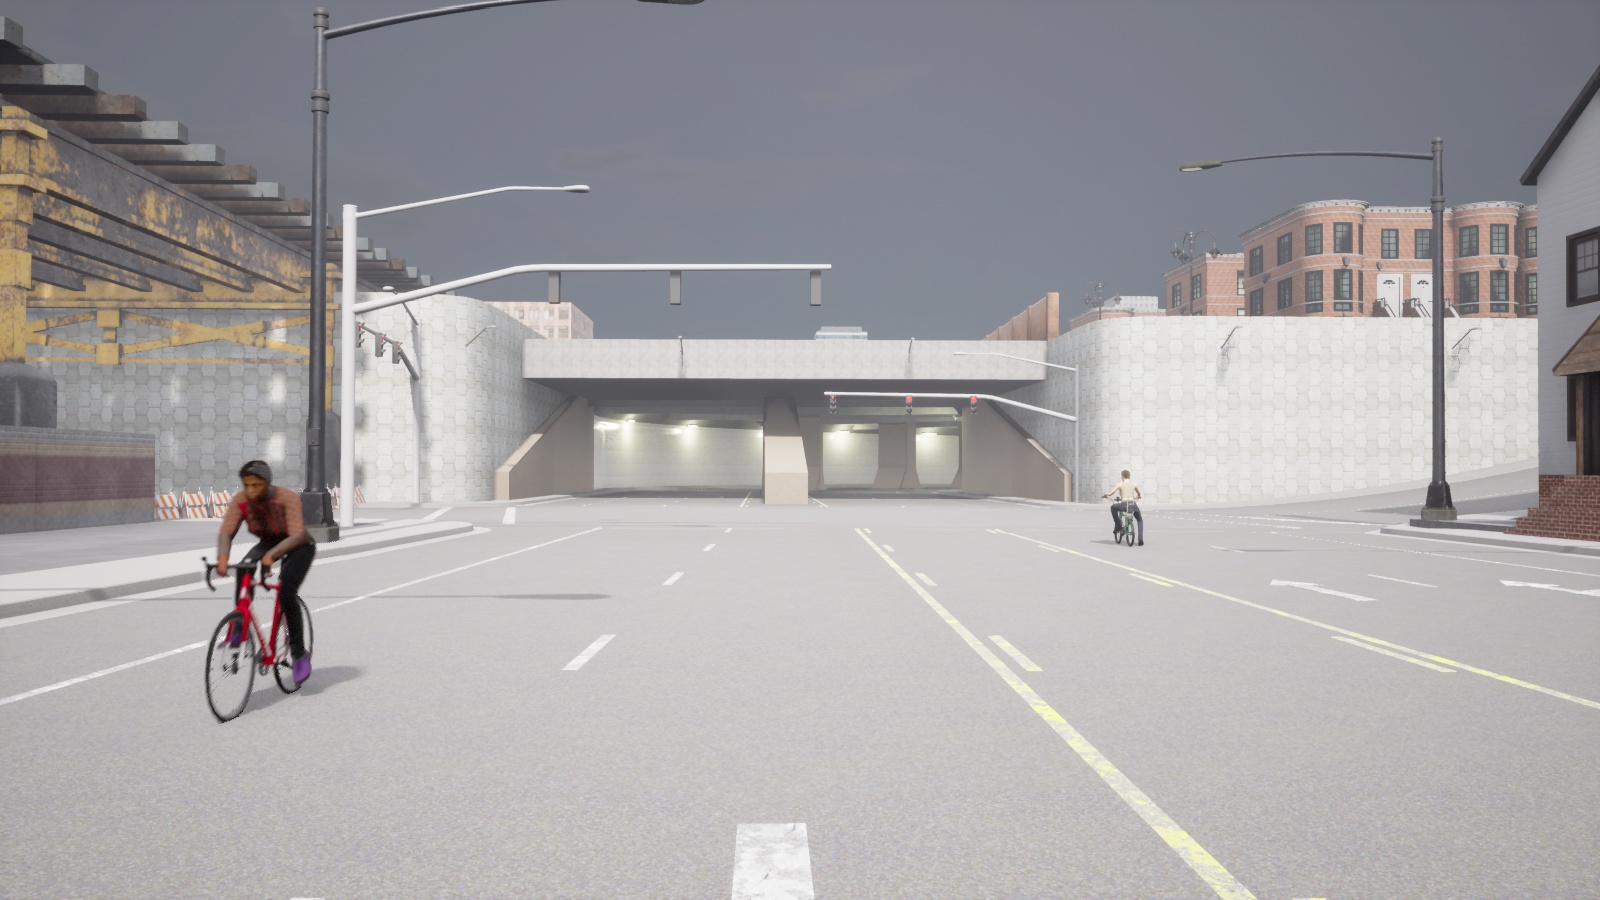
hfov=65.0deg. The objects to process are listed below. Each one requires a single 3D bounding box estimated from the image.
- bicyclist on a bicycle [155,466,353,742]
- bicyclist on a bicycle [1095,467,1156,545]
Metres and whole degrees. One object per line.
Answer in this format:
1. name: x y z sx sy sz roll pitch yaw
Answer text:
1. bicyclist on a bicycle: -3.524 0.920 8.252 0.582 1.620 1.656 0 -1 0
2. bicyclist on a bicycle: 6.930 1.172 26.802 0.866 1.612 1.509 0 -1 -1
